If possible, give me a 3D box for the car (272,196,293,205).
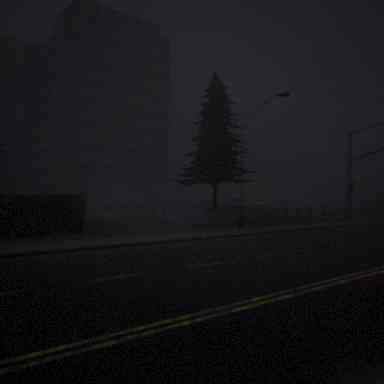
[{"bbox_3d":[23.718,2.172,87.085,1.970,1.475,3.806,1,0,-36],"label":"car"}]

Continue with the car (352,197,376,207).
[{"bbox_3d":[41.494,2.055,81.316,1.932,1.855,4.605,1,0,-36],"label":"car"}]

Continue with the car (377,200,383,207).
[{"bbox_3d":[33.325,1.804,54.008,1.932,1.855,4.605,1,0,-36],"label":"car"}]

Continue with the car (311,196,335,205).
[{"bbox_3d":[27.782,2.108,71.438,1.970,1.475,3.806,1,0,-36],"label":"car"}]

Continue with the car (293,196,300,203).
[{"bbox_3d":[26.077,2.173,88.764,1.784,1.438,3.905,1,0,-36],"label":"car"}]

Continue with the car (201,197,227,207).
[{"bbox_3d":[3.514,1.918,59.309,1.837,1.490,4.892,1,0,-35],"label":"car"}]

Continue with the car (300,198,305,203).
[{"bbox_3d":[28.235,1.992,90.363,1.932,1.855,4.605,1,0,-36],"label":"car"}]
